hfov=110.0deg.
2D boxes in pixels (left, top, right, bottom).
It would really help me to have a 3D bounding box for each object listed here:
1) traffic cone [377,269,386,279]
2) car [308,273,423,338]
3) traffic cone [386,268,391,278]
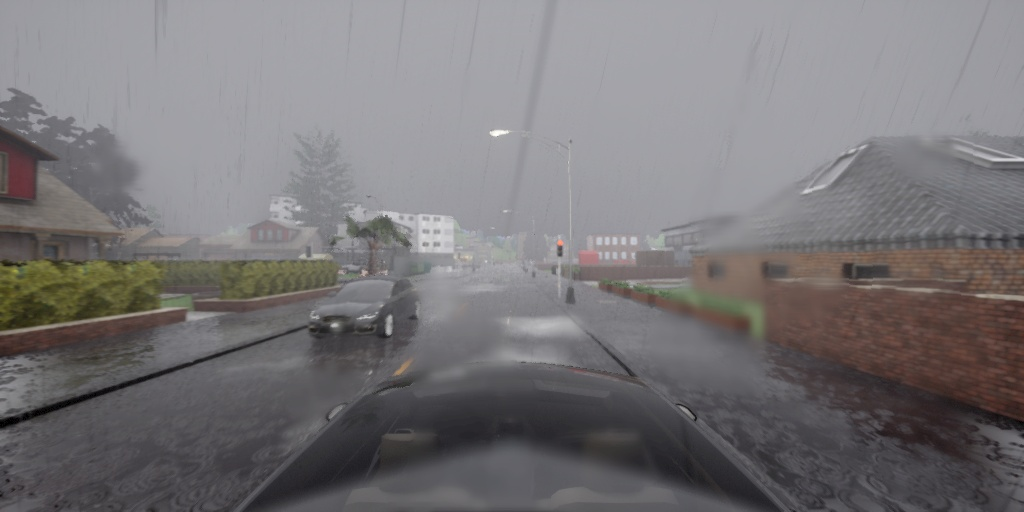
[{"bbox_3d":[-15.767,2.135,43.415,0.344,0.586,0.344,0,0,0],"label":"traffic cone"},{"bbox_3d":[-4.024,1.377,10.670,1.837,1.490,4.892,0,0,0],"label":"car"},{"bbox_3d":[-15.406,2.140,43.985,0.344,0.586,0.344,0,0,0],"label":"traffic cone"}]
